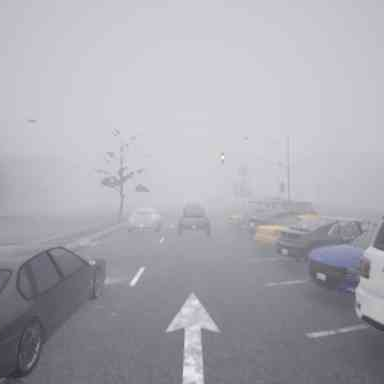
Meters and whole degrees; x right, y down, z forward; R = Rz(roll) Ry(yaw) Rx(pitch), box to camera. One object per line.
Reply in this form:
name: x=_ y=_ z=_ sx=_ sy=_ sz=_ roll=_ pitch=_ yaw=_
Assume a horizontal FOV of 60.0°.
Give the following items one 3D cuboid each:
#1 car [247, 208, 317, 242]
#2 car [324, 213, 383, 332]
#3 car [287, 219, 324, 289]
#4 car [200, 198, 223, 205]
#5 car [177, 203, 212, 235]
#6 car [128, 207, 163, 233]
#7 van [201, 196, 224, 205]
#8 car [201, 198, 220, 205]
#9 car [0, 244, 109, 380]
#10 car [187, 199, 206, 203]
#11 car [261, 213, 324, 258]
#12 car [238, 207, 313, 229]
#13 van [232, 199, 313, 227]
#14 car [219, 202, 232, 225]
car: x=5.251 y=1.602 z=13.913 sx=5.366 sy=1.575 sz=1.946 roll=1 pitch=-1 yaw=-20
car: x=5.102 y=1.275 z=4.918 sx=5.566 sy=2.045 sz=2.435 roll=1 pitch=-1 yaw=-20
car: x=5.080 y=1.550 z=7.880 sx=5.008 sy=1.535 sz=2.097 roll=1 pitch=0 yaw=-20
car: x=4.939 y=2.421 z=83.938 sx=5.366 sy=1.575 sz=1.946 roll=1 pitch=-2 yaw=-20
car: x=0.111 y=1.661 z=19.991 sx=2.128 sy=1.511 sz=4.902 roll=0 pitch=-1 yaw=0
car: x=-2.895 y=1.707 z=21.091 sx=1.812 sy=1.442 sz=4.674 roll=0 pitch=-1 yaw=-1
van: x=5.002 y=1.904 z=75.038 sx=4.442 sy=1.987 sz=1.878 roll=1 pitch=-2 yaw=-20
car: x=5.148 y=2.600 z=92.946 sx=4.553 sy=1.767 sz=2.185 roll=2 pitch=-2 yaw=-20
car: x=-2.899 y=1.586 z=5.493 sx=2.033 sy=1.411 sz=5.357 roll=0 pitch=0 yaw=0
car: x=0.116 y=1.812 z=36.903 sx=2.128 sy=1.511 sz=4.902 roll=0 pitch=-1 yaw=0
car: x=5.069 y=1.577 z=10.866 sx=4.892 sy=1.521 sz=2.231 roll=1 pitch=-1 yaw=-20
car: x=5.104 y=1.661 z=16.842 sx=4.792 sy=1.488 sz=2.163 roll=1 pitch=-1 yaw=-20
van: x=4.974 y=1.432 z=19.771 sx=4.442 sy=1.987 sz=1.878 roll=1 pitch=0 yaw=-20
car: x=4.909 y=1.683 z=22.728 sx=5.366 sy=1.575 sz=1.946 roll=1 pitch=0 yaw=-20
